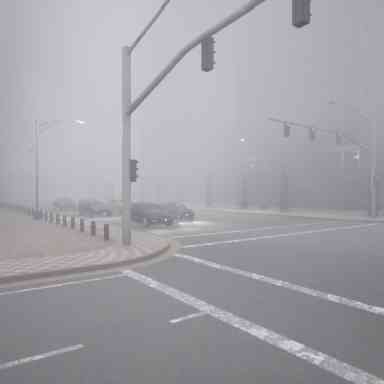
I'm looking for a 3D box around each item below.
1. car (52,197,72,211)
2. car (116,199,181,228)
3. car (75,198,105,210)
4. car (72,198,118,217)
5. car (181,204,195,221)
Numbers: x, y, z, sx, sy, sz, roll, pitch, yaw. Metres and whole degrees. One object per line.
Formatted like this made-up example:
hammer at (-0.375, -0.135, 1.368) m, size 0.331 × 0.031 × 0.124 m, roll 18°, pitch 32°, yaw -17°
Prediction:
car at (-15.097, 1.422, 39.282) m, size 1.882 × 1.535 × 5.008 m, roll 0°, pitch 0°, yaw -35°
car at (-3.018, 1.449, 22.142) m, size 1.837 × 1.490 × 4.892 m, roll 0°, pitch 0°, yaw -36°
car at (-13.153, 1.492, 42.615) m, size 2.033 × 1.411 × 5.357 m, roll 0°, pitch 0°, yaw -35°
car at (-8.985, 1.492, 30.526) m, size 2.033 × 1.411 × 5.357 m, roll 0°, pitch 0°, yaw -35°
car at (-1.547, 1.509, 26.091) m, size 1.994 × 1.385 × 4.181 m, roll 0°, pitch 0°, yaw -36°
